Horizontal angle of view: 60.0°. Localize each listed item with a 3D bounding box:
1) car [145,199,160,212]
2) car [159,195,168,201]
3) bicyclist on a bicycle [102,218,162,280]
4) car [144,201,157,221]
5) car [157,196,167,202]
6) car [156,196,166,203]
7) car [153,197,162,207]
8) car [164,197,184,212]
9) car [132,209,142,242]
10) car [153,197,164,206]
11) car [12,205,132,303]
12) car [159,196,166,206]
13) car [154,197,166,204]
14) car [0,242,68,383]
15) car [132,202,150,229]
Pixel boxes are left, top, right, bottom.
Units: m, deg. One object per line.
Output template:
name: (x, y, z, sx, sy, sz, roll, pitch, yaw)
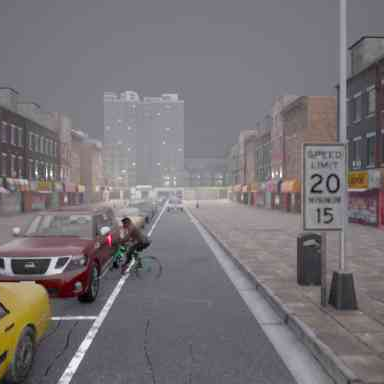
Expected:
car: (-4.224, 1.565, 30.120, 1.947, 1.339, 4.313, 0, 0, -3)
car: (-7.226, 1.569, 84.558, 1.947, 1.339, 4.313, 0, 0, -3)
bicyclist on a bicycle: (-1.568, 1.494, 8.517, 1.656, 1.620, 0.582, 3, 0, -3)
car: (-3.924, 1.565, 24.676, 1.947, 1.339, 4.313, 0, 0, -3)
car: (-6.626, 1.568, 73.671, 1.947, 1.339, 4.313, 0, 0, -3)
car: (-6.325, 1.584, 68.227, 1.802, 1.307, 4.206, 0, 0, -3)
car: (-4.524, 1.550, 35.564, 2.008, 1.369, 4.403, 0, 0, -3)
car: (-1.977, 1.601, 39.068, 1.895, 1.301, 4.718, 0, 0, -3)
car: (-3.324, 1.581, 13.788, 1.802, 1.307, 4.206, 0, 0, -3)
car: (-5.716, 1.527, 57.169, 1.752, 1.417, 4.829, 0, 0, -3)
car: (-3.024, 1.314, 8.344, 2.192, 1.841, 5.009, 0, 0, -3)
car: (-5.425, 1.552, 51.895, 2.008, 1.369, 4.403, 0, 0, -3)
car: (-6.025, 1.568, 62.783, 1.947, 1.339, 4.313, 0, 0, -3)
car: (-2.714, 1.525, 2.731, 1.752, 1.417, 4.829, 0, 0, -3)
car: (-3.615, 1.524, 19.063, 1.752, 1.417, 4.829, 0, 0, -3)
